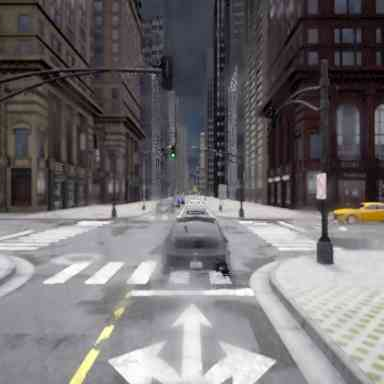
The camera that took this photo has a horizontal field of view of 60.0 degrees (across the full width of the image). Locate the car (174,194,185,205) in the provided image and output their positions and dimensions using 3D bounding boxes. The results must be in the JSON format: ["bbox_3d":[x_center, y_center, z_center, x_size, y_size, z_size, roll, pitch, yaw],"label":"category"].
[{"bbox_3d":[-2.545,1.440,62.741,2.150,2.045,5.566,0,1,1],"label":"car"}]

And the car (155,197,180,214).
[{"bbox_3d":[-2.817,1.601,36.259,2.128,1.511,4.902,0,0,1],"label":"car"}]

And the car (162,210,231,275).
[{"bbox_3d":[0.119,1.529,10.518,1.837,1.490,4.892,0,0,0],"label":"car"}]

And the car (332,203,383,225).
[{"bbox_3d":[12.909,1.549,24.426,5.008,1.535,1.882,0,0,0],"label":"car"}]

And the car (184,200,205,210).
[{"bbox_3d":[0.392,1.640,37.464,1.812,1.442,4.674,0,0,0],"label":"car"}]

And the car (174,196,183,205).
[{"bbox_3d":[-2.711,1.719,47.838,1.994,1.385,4.181,0,0,1],"label":"car"}]
